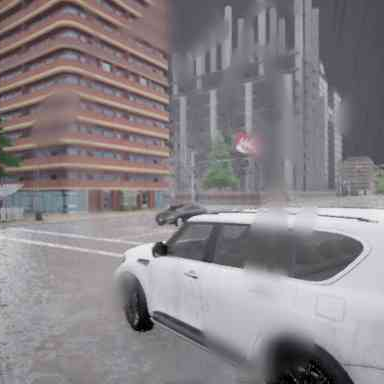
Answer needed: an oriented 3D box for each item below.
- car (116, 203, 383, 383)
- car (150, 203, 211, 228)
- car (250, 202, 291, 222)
[{"bbox_3d":[0.894,1.249,4.775,2.150,2.045,5.566,-1,-1,-37],"label":"car"},{"bbox_3d":[-0.709,1.633,24.204,1.837,1.490,4.892,0,0,36],"label":"car"},{"bbox_3d":[6.784,1.622,28.344,1.812,1.442,4.674,0,0,35],"label":"car"}]
